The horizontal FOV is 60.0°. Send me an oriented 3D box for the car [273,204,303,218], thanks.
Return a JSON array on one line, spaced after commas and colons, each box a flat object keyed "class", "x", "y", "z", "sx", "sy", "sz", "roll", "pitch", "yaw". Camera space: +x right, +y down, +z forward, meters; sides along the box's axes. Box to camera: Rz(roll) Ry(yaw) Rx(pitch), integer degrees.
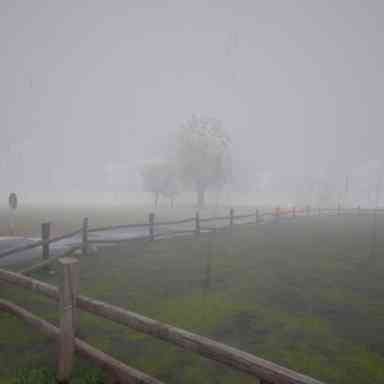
[{"class": "car", "x": 10.563, "y": 2.037, "z": 36.460, "sx": 1.882, "sy": 1.535, "sz": 5.008, "roll": 0, "pitch": -1, "yaw": 38}]
